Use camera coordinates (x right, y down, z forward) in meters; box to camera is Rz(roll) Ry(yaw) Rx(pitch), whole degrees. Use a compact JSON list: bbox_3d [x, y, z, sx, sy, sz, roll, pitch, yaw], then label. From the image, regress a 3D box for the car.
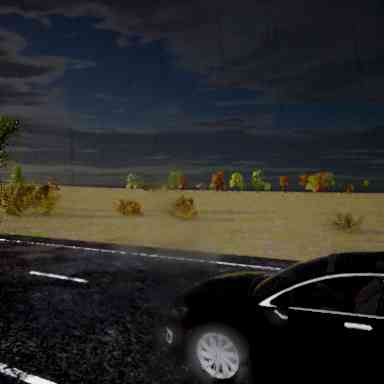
[{"bbox_3d":[2.013,1.487,3.918,4.892,1.490,1.837,0,0,27],"label":"car"}]
